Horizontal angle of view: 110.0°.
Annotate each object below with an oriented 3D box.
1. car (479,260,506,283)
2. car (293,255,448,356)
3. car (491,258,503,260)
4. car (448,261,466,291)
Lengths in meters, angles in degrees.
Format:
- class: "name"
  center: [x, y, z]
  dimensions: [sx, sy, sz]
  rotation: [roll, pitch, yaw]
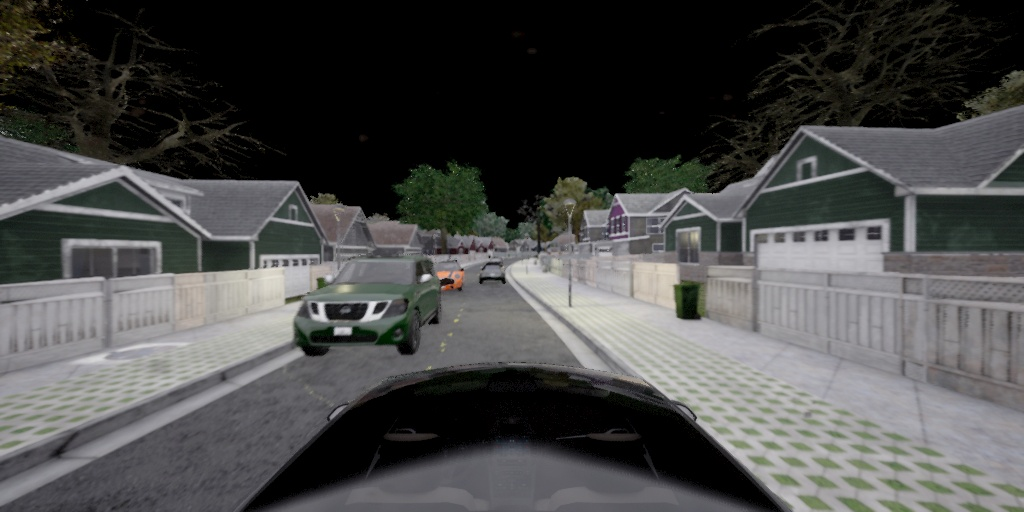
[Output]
- class: "car"
  center: [-1.509, 1.286, 27.876]
  dimensions: [1.994, 1.385, 4.181]
  rotation: [0, 0, -3]
- class: "car"
  center: [-3.139, 0.996, 9.105]
  dimensions: [2.150, 2.045, 5.566]
  rotation: [0, 0, -3]
- class: "car"
  center: [-1.933, 0.983, 45.609]
  dimensions: [1.882, 1.535, 5.008]
  rotation: [0, 1, 0]
- class: "car"
  center: [-3.973, 1.117, 21.907]
  dimensions: [2.097, 1.767, 4.553]
  rotation: [0, 0, -4]
